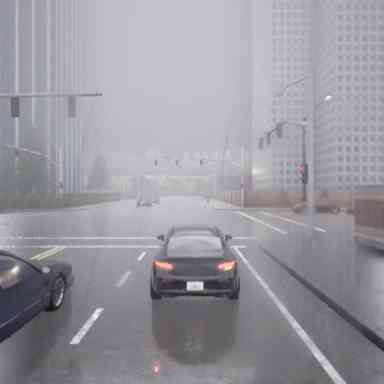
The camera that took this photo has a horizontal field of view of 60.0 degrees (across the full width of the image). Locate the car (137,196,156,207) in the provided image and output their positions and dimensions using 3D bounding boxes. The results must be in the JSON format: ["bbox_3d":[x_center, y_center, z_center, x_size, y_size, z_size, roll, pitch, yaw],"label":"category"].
[{"bbox_3d":[-7.147,1.489,50.240,2.128,1.511,4.902,0,0,0],"label":"car"}]

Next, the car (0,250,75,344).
[{"bbox_3d":[-3.446,1.547,4.690,2.033,1.411,5.357,0,0,0],"label":"car"}]

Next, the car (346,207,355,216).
[{"bbox_3d":[16.852,1.546,29.974,5.357,1.411,2.033,0,0,0],"label":"car"}]

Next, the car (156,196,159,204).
[{"bbox_3d":[-7.125,1.489,61.415,2.128,1.511,4.902,0,0,0],"label":"car"}]

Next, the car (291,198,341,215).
[{"bbox_3d":[12.378,1.350,33.492,4.553,1.767,2.097,0,0,0],"label":"car"}]

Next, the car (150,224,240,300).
[{"bbox_3d":[0.069,1.525,8.286,1.812,1.442,4.674,0,0,0],"label":"car"}]
